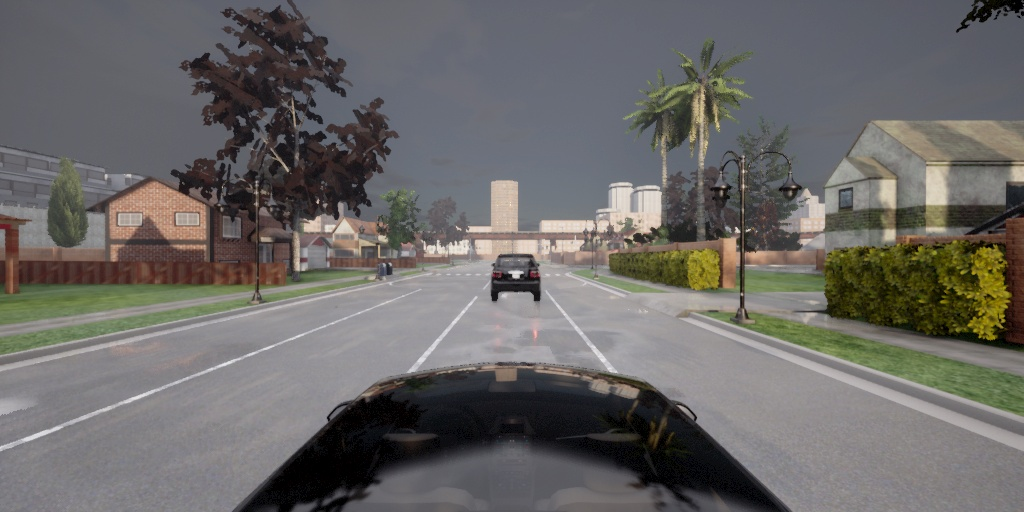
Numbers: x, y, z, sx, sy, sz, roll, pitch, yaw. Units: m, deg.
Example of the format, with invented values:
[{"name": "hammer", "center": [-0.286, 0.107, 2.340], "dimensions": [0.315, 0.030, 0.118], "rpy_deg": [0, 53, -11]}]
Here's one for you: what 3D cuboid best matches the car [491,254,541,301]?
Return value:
[{"name": "car", "center": [0.179, 0.927, 17.258], "dimensions": [2.150, 2.045, 5.566], "rpy_deg": [0, 0, 0]}]
